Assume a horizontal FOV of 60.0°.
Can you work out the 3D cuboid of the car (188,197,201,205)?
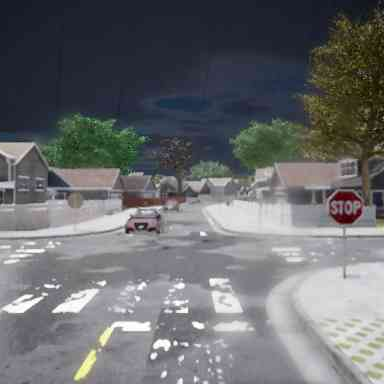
[{"bbox_3d":[0.492,1.865,69.052,1.837,1.490,4.892,0,0,14],"label":"car"}]

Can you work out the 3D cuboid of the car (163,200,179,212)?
[{"bbox_3d":[-2.733,1.819,44.333,2.128,1.511,4.902,0,0,1],"label":"car"}]

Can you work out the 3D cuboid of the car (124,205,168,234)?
[{"bbox_3d":[-2.760,1.714,20.059,1.994,1.385,4.181,0,0,0],"label":"car"}]
